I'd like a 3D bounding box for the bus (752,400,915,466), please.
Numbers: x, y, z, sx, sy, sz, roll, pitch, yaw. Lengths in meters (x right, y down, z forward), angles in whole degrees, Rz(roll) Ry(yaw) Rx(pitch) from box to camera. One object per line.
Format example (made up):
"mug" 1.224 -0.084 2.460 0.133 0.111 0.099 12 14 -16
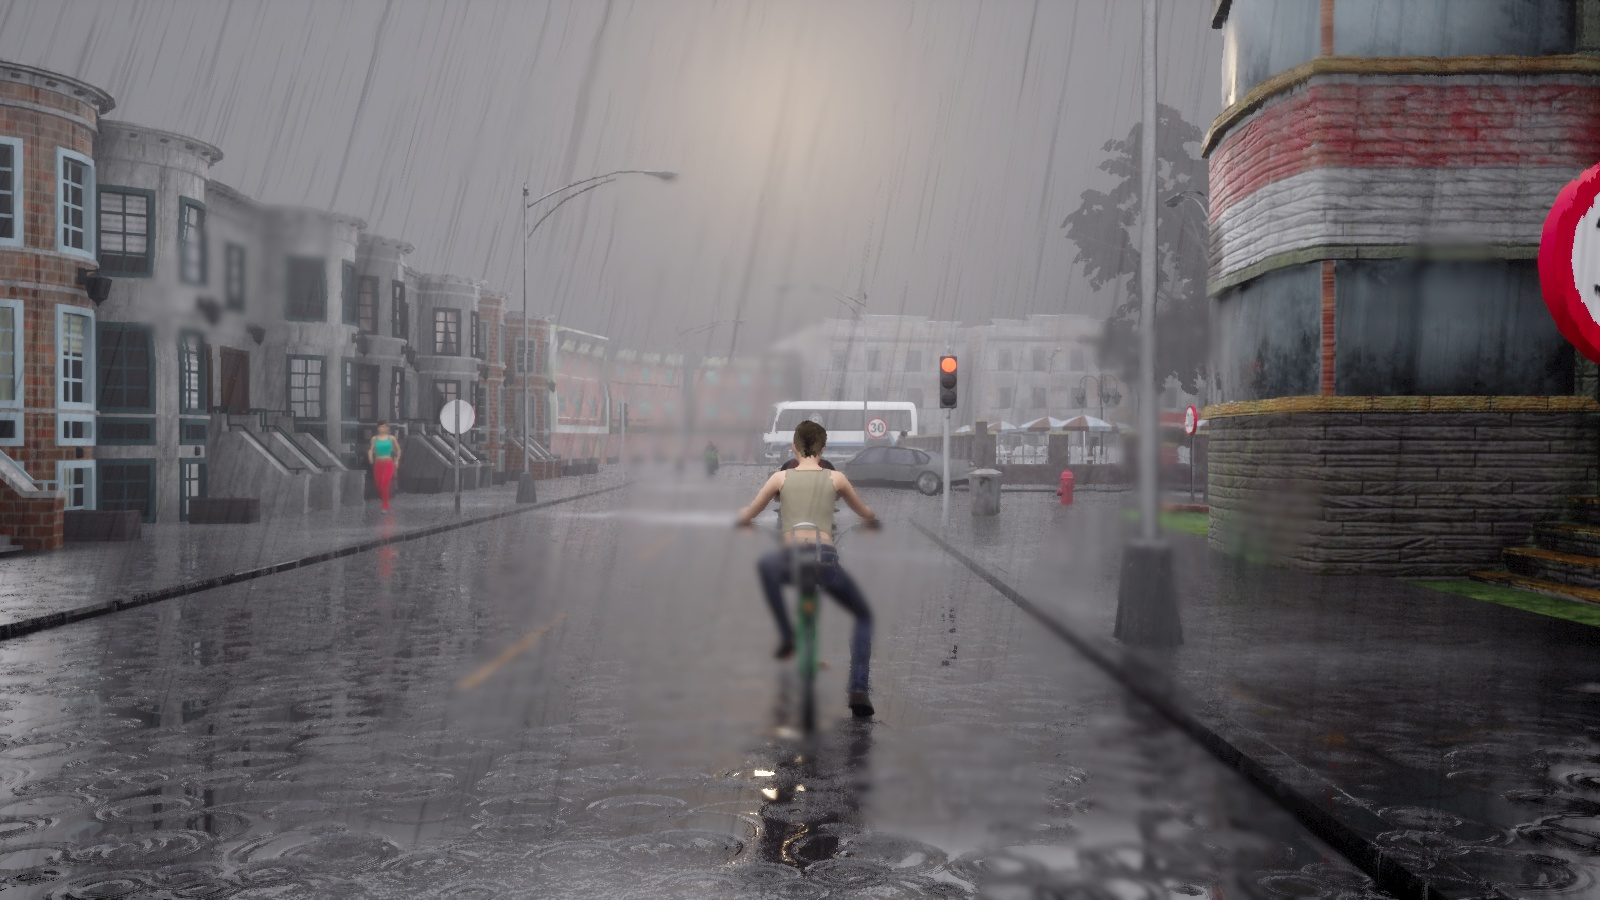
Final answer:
"bus" 2.157 -1.105 83.471 10.273 4.253 3.944 0 1 -8

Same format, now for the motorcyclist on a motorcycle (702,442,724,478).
"motorcyclist on a motorcycle" -3.723 0.420 54.162 0.797 1.523 2.044 0 0 0

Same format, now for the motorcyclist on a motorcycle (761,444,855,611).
"motorcyclist on a motorcycle" 0.080 0.710 12.643 0.866 1.530 2.191 0 0 0

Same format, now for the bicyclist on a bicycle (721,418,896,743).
"bicyclist on a bicycle" 0.047 0.644 6.991 0.866 1.612 1.509 0 0 0

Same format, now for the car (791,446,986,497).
"car" 2.588 0.589 36.671 5.357 1.411 2.033 0 0 18

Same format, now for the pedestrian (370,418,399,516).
"pedestrian" -7.885 0.315 23.831 0.345 1.836 0.594 0 0 1
